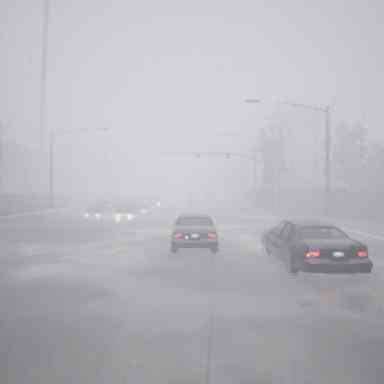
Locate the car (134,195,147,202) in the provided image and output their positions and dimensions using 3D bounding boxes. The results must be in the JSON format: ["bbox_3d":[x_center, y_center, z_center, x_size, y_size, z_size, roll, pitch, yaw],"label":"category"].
[{"bbox_3d":[-10.505,1.294,67.654,1.994,1.385,4.181,0,1,0],"label":"car"}]

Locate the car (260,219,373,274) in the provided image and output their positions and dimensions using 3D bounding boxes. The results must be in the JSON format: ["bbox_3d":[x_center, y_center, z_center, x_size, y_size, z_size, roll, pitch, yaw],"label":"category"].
[{"bbox_3d":[3.598,1.590,10.676,2.033,1.411,5.357,0,0,0],"label":"car"}]

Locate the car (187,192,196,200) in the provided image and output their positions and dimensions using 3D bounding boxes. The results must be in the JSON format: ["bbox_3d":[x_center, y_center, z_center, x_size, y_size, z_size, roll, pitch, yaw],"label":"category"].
[{"bbox_3d":[-0.006,0.900,79.889,2.097,1.767,4.553,0,1,0],"label":"car"}]

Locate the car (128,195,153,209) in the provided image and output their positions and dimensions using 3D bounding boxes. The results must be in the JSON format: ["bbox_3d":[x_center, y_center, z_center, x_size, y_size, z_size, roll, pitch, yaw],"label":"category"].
[{"bbox_3d":[-7.047,1.357,45.746,2.097,1.767,4.553,0,0,0],"label":"car"}]

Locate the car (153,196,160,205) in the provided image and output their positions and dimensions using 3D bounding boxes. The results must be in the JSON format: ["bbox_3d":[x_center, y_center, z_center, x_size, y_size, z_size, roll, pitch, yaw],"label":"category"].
[{"bbox_3d":[-7.004,1.414,55.599,1.837,1.490,4.892,0,1,0],"label":"car"}]

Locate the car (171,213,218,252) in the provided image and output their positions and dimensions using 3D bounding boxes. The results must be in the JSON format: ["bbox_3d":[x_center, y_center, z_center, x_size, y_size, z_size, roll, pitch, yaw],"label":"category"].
[{"bbox_3d":[0.098,1.605,14.230,2.033,1.411,5.357,0,0,0],"label":"car"}]

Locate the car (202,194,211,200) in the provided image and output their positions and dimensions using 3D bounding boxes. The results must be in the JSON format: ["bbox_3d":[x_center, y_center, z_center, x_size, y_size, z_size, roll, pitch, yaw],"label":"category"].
[{"bbox_3d":[3.494,1.132,80.369,1.895,1.301,4.718,0,1,0],"label":"car"}]

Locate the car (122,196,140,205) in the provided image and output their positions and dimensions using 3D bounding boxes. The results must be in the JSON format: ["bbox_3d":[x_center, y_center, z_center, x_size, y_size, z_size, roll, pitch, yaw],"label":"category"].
[{"bbox_3d":[-10.505,1.430,57.673,2.033,1.411,5.357,0,1,0],"label":"car"}]

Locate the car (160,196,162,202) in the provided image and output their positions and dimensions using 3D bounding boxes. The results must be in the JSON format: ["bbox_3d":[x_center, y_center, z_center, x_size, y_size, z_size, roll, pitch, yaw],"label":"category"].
[{"bbox_3d":[-7.005,1.369,65.583,1.895,1.301,4.718,0,1,0],"label":"car"}]

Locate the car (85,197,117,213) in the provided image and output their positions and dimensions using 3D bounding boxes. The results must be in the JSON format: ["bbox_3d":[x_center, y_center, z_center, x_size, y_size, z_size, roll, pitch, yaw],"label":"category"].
[{"bbox_3d":[-10.590,1.606,38.275,2.033,1.411,5.357,0,0,0],"label":"car"}]

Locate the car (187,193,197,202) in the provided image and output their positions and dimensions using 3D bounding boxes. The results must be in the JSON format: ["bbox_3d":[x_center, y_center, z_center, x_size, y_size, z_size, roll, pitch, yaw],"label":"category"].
[{"bbox_3d":[-0.006,1.058,69.775,2.097,1.767,4.553,0,1,0],"label":"car"}]

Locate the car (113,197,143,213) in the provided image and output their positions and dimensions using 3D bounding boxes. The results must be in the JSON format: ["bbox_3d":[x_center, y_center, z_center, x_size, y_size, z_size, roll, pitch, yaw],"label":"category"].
[{"bbox_3d":[-7.088,1.628,37.070,1.994,1.385,4.181,0,0,0],"label":"car"}]

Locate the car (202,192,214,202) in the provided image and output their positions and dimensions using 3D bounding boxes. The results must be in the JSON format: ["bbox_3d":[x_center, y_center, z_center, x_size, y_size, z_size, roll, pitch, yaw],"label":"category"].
[{"bbox_3d":[3.494,0.930,69.634,2.150,2.045,5.566,0,1,0],"label":"car"}]
